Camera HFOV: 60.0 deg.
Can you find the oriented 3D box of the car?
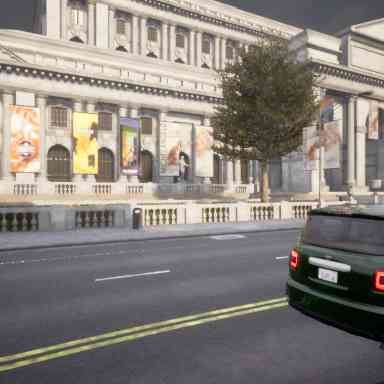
[{"bbox_3d":[4.175,1.221,5.829,5.566,2.045,2.150,0,0,-29],"label":"car"}]
